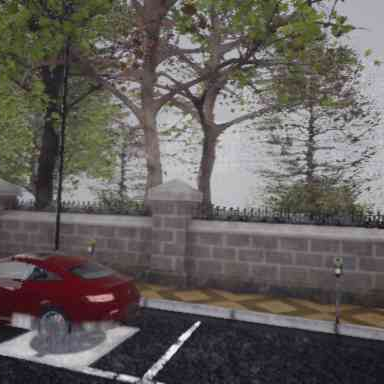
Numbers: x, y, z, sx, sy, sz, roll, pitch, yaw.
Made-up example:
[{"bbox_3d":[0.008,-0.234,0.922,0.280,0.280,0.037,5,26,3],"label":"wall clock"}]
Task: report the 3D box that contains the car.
[{"bbox_3d":[-3.041,1.791,6.335,4.206,1.307,1.802,2,-3,17],"label":"car"}]
